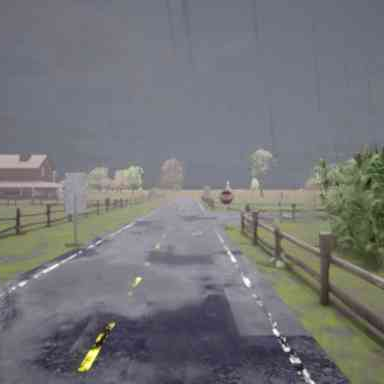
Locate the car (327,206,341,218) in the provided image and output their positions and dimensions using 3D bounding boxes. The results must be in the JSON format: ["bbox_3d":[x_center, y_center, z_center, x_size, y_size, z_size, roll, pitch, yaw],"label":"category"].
[{"bbox_3d":[13.947,1.602,28.776,4.181,1.385,1.994,0,1,0],"label":"car"}]
